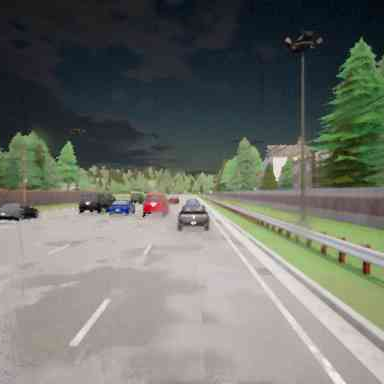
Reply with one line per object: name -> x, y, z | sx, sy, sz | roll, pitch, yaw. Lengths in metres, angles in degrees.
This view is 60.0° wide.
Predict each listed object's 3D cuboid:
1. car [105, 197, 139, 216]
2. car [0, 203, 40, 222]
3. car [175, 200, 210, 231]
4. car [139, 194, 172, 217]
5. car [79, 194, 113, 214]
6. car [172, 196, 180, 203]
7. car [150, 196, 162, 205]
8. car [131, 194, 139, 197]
car -> -6.906, 1.523, 33.366 | 1.882, 1.535, 5.008 | 0, 0, 0
car -> -13.903, 1.600, 26.588 | 1.994, 1.385, 4.181 | 0, 0, 0
car -> 0.096, 1.520, 20.970 | 2.128, 1.511, 4.902 | 0, 0, 0
car -> -3.405, 1.265, 32.184 | 2.150, 2.045, 5.566 | 0, 0, 0
car -> -10.402, 1.269, 35.818 | 2.150, 2.045, 5.566 | 0, 0, 0
car -> -3.408, 1.565, 64.575 | 1.882, 1.535, 5.008 | 0, 0, 0
car -> -6.908, 1.613, 64.262 | 1.812, 1.442, 4.674 | 0, 0, 0
car -> -10.409, 1.308, 63.922 | 2.150, 2.045, 5.566 | 0, 0, 0
